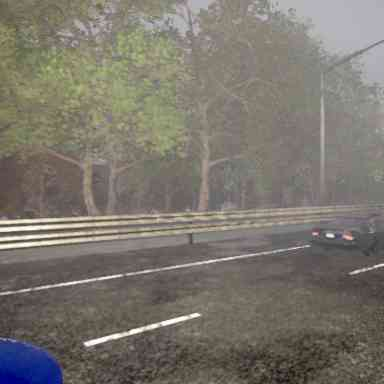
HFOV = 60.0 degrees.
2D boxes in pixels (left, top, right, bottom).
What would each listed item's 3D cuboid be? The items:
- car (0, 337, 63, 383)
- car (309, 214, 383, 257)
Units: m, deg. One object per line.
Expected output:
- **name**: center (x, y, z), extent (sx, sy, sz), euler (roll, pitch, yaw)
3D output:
- **car**: center (-3.056, 1.526, 1.576), extent (4.674, 1.442, 1.812), euler (0, 0, -35)
- **car**: center (6.809, 1.556, 12.994), extent (5.357, 1.411, 2.033), euler (0, 0, -36)
